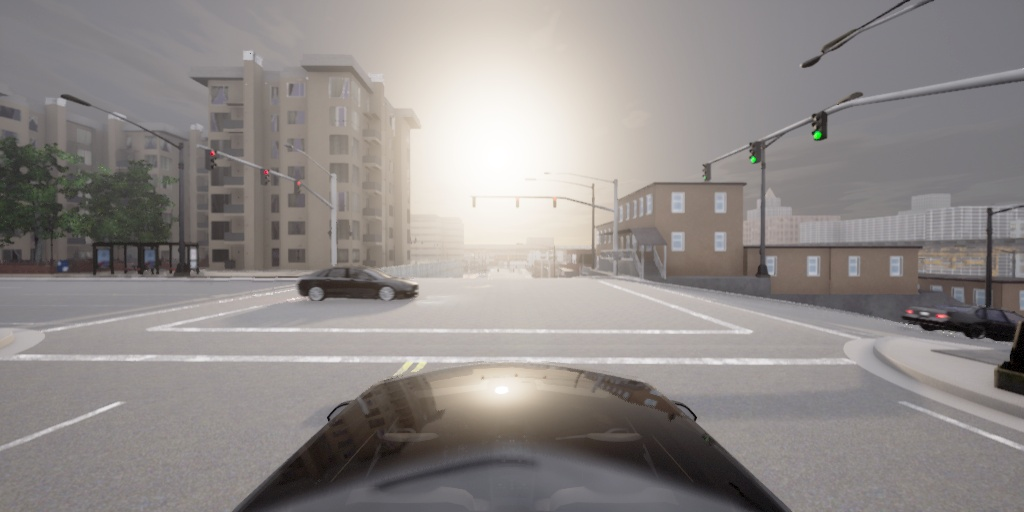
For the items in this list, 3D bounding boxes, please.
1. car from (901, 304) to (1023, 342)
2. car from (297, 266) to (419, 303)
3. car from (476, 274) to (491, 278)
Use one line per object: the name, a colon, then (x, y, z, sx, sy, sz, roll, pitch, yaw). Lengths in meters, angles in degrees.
car: (19.718, 2.839, 14.977, 5.357, 1.411, 2.033, 9, 0, 1)
car: (-6.497, 1.196, 15.347, 4.892, 1.490, 1.837, 1, 0, 1)
car: (-3.585, 3.002, 45.523, 1.812, 1.442, 4.674, 0, -11, 0)
